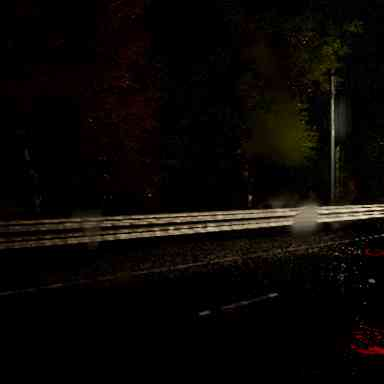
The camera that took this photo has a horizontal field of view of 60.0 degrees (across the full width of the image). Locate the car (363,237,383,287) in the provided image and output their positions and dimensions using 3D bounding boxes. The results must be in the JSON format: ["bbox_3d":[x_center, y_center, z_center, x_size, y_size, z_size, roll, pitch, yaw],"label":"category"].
[{"bbox_3d":[6.176,1.493,8.155,5.008,1.535,1.882,0,0,-36],"label":"car"}]
